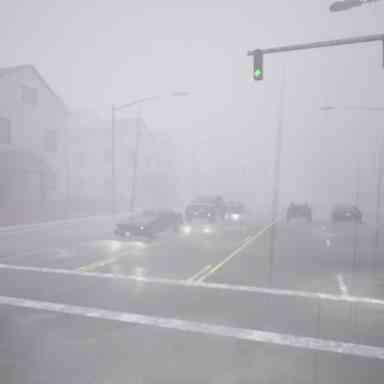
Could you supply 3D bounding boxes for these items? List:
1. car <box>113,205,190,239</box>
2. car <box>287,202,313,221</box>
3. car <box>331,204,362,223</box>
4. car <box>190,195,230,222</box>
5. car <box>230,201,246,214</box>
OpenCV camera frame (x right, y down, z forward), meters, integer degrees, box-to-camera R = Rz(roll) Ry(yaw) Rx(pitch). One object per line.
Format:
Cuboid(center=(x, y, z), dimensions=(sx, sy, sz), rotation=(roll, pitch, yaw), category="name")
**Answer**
Cuboid(center=(-2.119, 1.593, 18.164), dimensions=(2.033, 1.411, 5.357), rotation=(0, 0, 20), category="car")
Cuboid(center=(9.108, 1.568, 28.108), dimensions=(2.128, 1.511, 4.902), rotation=(0, 0, 20), category="car")
Cuboid(center=(12.274, 1.638, 26.566), dimensions=(1.994, 1.385, 4.181), rotation=(0, 0, 20), category="car")
Cuboid(center=(1.255, 1.292, 27.509), dimensions=(2.150, 2.045, 5.566), rotation=(0, 0, 20), category="car")
Cuboid(center=(4.690, 1.660, 36.876), dimensions=(1.994, 1.385, 4.181), rotation=(0, 0, 20), category="car")
